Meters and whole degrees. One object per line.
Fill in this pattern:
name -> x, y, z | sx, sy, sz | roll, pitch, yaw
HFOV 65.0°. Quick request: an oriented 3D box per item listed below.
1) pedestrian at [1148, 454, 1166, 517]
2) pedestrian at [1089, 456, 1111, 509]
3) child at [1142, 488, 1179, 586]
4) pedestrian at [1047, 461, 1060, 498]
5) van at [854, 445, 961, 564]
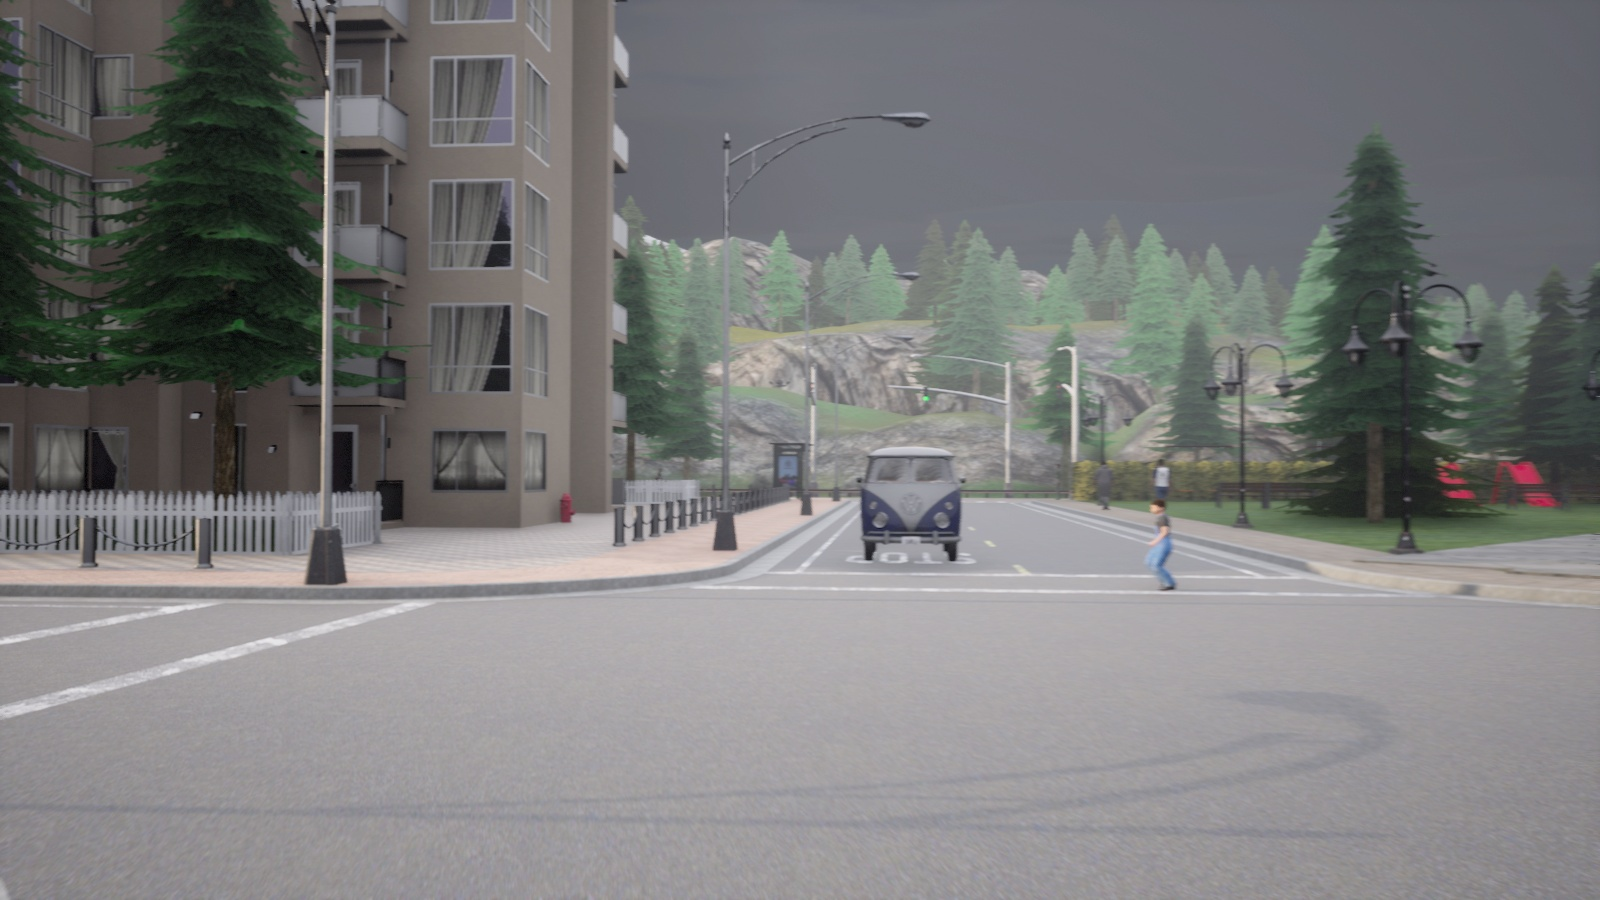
pedestrian -> 10.613, 1.050, 37.381 | 0.354, 1.836, 0.706 | 0, -1, 3
pedestrian -> 11.139, 1.203, 46.642 | 0.659, 1.952, 0.873 | 0, -1, 3
child -> 4.729, 1.132, 16.478 | 0.437, 1.263, 0.270 | 0, -1, 12
pedestrian -> 12.805, 1.477, 63.448 | 0.614, 1.847, 0.353 | 0, -1, 6
van -> 1.964, 0.948, 23.201 | 1.775, 1.987, 4.442 | 0, -1, 5
